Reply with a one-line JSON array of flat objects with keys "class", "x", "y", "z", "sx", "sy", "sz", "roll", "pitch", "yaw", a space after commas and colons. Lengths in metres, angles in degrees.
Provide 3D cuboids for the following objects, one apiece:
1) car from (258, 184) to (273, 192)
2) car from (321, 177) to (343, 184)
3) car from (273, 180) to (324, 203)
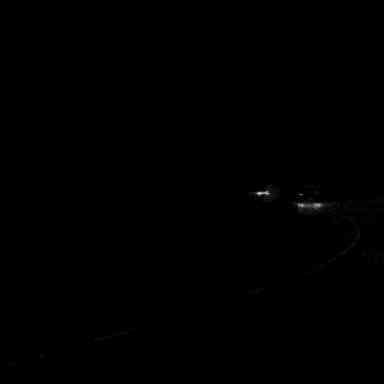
[{"class": "car", "x": 12.071, "y": -0.772, "z": 52.946, "sx": 1.994, "sy": 1.385, "sz": 4.181, "roll": -2, "pitch": 3, "yaw": 36}, {"class": "car", "x": 25.530, "y": -2.100, "z": 62.369, "sx": 5.357, "sy": 1.411, "sz": 2.033, "roll": -4, "pitch": 2, "yaw": -8}, {"class": "car", "x": 10.195, "y": 0.022, "z": 32.236, "sx": 2.097, "sy": 1.767, "sz": 4.553, "roll": -4, "pitch": 3, "yaw": -13}]
